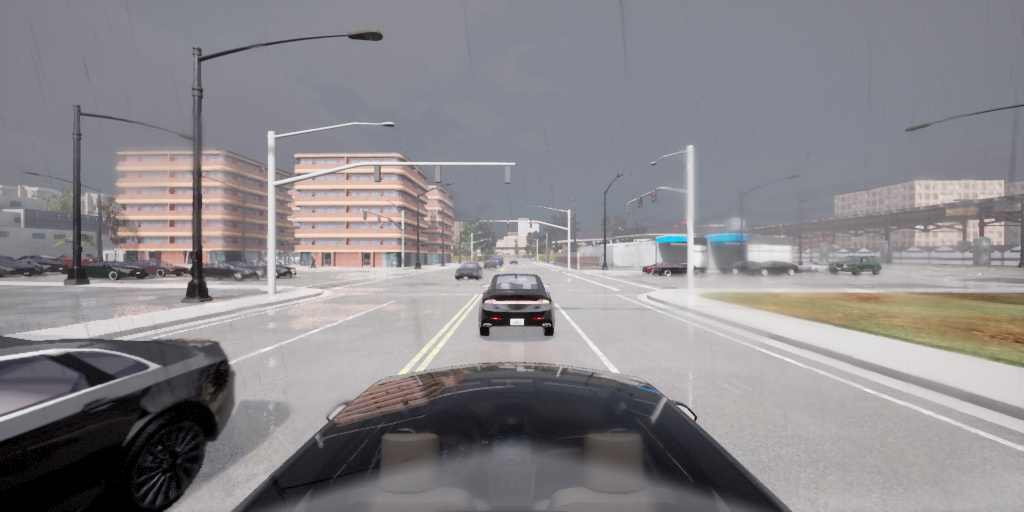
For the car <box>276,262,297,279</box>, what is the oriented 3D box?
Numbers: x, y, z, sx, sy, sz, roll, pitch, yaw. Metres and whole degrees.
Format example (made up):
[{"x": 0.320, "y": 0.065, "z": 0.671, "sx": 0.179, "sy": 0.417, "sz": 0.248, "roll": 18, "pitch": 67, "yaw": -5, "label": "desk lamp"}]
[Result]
[{"x": -20.661, "y": 1.109, "z": 29.976, "sx": 4.902, "sy": 1.511, "sz": 2.128, "roll": 1, "pitch": 0, "yaw": 1, "label": "car"}]

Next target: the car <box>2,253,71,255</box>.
[{"x": -50.378, "y": 0.628, "z": 37.870, "sx": 4.892, "sy": 1.490, "sz": 1.837, "roll": 1, "pitch": 0, "yaw": 2, "label": "car"}]

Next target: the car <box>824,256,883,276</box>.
[{"x": 36.327, "y": 0.971, "z": 37.836, "sx": 5.566, "sy": 2.045, "sz": 2.150, "roll": 0, "pitch": 0, "yaw": -19, "label": "car"}]

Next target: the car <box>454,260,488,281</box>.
[{"x": -3.456, "y": 1.262, "z": 29.552, "sx": 2.033, "sy": 1.411, "sz": 5.357, "roll": 0, "pitch": 0, "yaw": 0, "label": "car"}]

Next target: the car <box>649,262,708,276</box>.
[{"x": 16.634, "y": 1.351, "z": 35.629, "sx": 4.718, "sy": 1.301, "sz": 1.895, "roll": 0, "pitch": 0, "yaw": 0, "label": "car"}]

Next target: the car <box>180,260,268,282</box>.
[{"x": -20.950, "y": 1.109, "z": 26.485, "sx": 4.902, "sy": 1.511, "sz": 2.128, "roll": 1, "pitch": 0, "yaw": 1, "label": "car"}]

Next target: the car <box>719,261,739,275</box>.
[{"x": 25.218, "y": 1.255, "z": 39.234, "sx": 4.892, "sy": 1.490, "sz": 1.837, "roll": 0, "pitch": 0, "yaw": -5, "label": "car"}]

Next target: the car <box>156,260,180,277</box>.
[{"x": -30.404, "y": 1.025, "z": 30.227, "sx": 5.357, "sy": 1.411, "sz": 2.033, "roll": 1, "pitch": 0, "yaw": 1, "label": "car"}]

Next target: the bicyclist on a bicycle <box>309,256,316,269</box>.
[{"x": -25.928, "y": 0.844, "z": 46.605, "sx": 0.582, "sy": 1.620, "sz": 1.656, "roll": 1, "pitch": 0, "yaw": 1, "label": "bicyclist on a bicycle"}]

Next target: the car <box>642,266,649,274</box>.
[{"x": 16.474, "y": 1.314, "z": 39.157, "sx": 4.181, "sy": 1.385, "sz": 1.994, "roll": 0, "pitch": 0, "yaw": 1, "label": "car"}]

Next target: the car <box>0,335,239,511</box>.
[{"x": -3.601, "y": 1.241, "z": 1.449, "sx": 2.128, "sy": 1.511, "sz": 4.902, "roll": 0, "pitch": 0, "yaw": 0, "label": "car"}]

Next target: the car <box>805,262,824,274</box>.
[{"x": 34.884, "y": 1.351, "z": 41.006, "sx": 4.718, "sy": 1.301, "sz": 1.895, "roll": 0, "pitch": 0, "yaw": -19, "label": "car"}]

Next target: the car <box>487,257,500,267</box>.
[{"x": -3.318, "y": 1.254, "z": 56.761, "sx": 1.837, "sy": 1.490, "sz": 4.892, "roll": 0, "pitch": 0, "yaw": 0, "label": "car"}]

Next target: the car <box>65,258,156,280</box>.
[{"x": -29.790, "y": 1.054, "z": 26.708, "sx": 4.181, "sy": 1.385, "sz": 1.994, "roll": 1, "pitch": 0, "yaw": 1, "label": "car"}]

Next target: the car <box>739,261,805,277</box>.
[{"x": 25.913, "y": 1.255, "z": 35.781, "sx": 4.892, "sy": 1.490, "sz": 1.837, "roll": 0, "pitch": 0, "yaw": -5, "label": "car"}]

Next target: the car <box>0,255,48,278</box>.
[{"x": -39.043, "y": 0.875, "z": 26.943, "sx": 5.357, "sy": 1.411, "sz": 2.033, "roll": 1, "pitch": 0, "yaw": 1, "label": "car"}]

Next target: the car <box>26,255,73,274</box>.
[{"x": -40.295, "y": 0.868, "z": 30.478, "sx": 4.181, "sy": 1.385, "sz": 1.994, "roll": 1, "pitch": 0, "yaw": 1, "label": "car"}]

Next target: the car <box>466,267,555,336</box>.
[{"x": 0.121, "y": 1.242, "z": 10.320, "sx": 2.128, "sy": 1.511, "sz": 4.902, "roll": 0, "pitch": 0, "yaw": 0, "label": "car"}]
